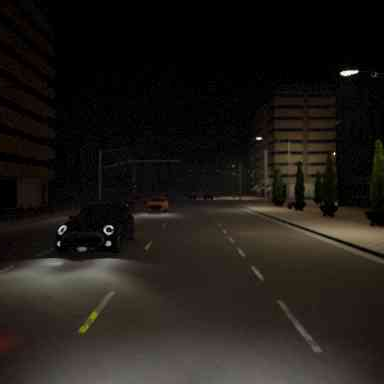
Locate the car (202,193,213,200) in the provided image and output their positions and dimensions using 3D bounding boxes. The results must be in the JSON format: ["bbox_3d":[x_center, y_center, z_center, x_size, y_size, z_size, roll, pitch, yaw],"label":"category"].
[{"bbox_3d":[3.565,0.937,72.453,1.882,1.535,5.008,0,0,0],"label":"car"}]

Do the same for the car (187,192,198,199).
[{"bbox_3d":[0.143,0.849,82.859,2.128,1.511,4.902,0,0,5],"label":"car"}]

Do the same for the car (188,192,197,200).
[{"bbox_3d":[0.065,1.055,72.894,1.895,1.301,4.718,0,0,0],"label":"car"}]

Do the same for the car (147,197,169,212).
[{"bbox_3d":[-3.470,1.234,34.178,1.882,1.535,5.008,0,0,0],"label":"car"}]

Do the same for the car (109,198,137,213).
[{"bbox_3d":[-6.970,1.359,34.209,1.895,1.301,4.718,0,0,0],"label":"car"}]

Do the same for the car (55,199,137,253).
[{"bbox_3d":[-3.572,1.254,13.071,2.097,1.767,4.553,0,0,0],"label":"car"}]

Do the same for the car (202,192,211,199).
[{"bbox_3d":[3.642,0.854,82.827,1.812,1.442,4.674,0,0,5],"label":"car"}]
